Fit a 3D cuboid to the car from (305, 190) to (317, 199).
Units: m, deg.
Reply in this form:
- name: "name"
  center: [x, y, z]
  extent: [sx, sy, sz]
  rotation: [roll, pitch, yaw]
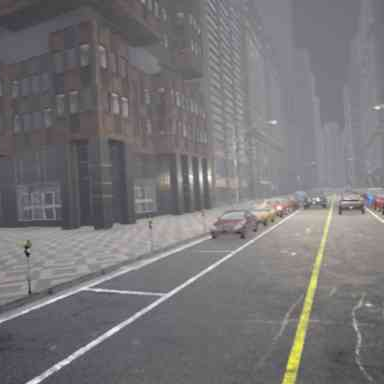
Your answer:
- name: "car"
  center: [24.650, 0.515, 68.703]
  extent: [1.967, 1.590, 4.097]
  rotation: [-3, 0, 24]

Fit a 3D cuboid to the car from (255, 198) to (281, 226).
- name: "car"
  center: [4.472, 1.438, 22.325]
  extent: [1.752, 1.417, 4.829]
  rotation: [-3, 0, 24]

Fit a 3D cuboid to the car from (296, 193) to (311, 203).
- name: "car"
  center: [17.953, 0.934, 53.295]
  extent: [1.802, 1.307, 4.206]
  rotation: [-3, 0, 24]

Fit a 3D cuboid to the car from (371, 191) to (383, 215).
- name: "car"
  center: [14.580, 0.862, 24.221]
  extent: [1.887, 1.381, 4.507]
  rotation: [-3, 0, 24]

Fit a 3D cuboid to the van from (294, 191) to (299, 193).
- name: "van"
  center: [15.705, 0.787, 48.161]
  extent: [1.690, 1.788, 3.998]
  rotation: [-3, 0, 24]

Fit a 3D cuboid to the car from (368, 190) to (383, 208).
- name: "car"
  center: [16.815, 0.769, 29.356]
  extent: [1.887, 1.381, 4.507]
  rotation: [-3, 0, 24]

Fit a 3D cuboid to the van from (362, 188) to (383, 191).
- name: "van"
  center: [19.038, 0.472, 34.494]
  extent: [1.690, 1.788, 3.998]
  rotation: [-3, 0, 24]

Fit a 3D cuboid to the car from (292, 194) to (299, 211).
- name: "car"
  center: [9.011, 1.268, 32.752]
  extent: [1.887, 1.381, 4.507]
  rotation: [-3, 0, 24]

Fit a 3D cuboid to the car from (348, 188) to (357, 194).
- name: "car"
  center: [41.403, -0.228, 85.853]
  extent: [1.947, 1.339, 4.313]
  rotation: [-3, 0, 24]

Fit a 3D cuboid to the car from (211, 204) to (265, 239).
- name: "car"
  center: [2.308, 1.585, 17.344]
  extent: [1.802, 1.307, 4.206]
  rotation: [-3, 0, 24]

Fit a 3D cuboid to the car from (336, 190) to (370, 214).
- name: "car"
  center: [12.919, 0.934, 27.176]
  extent: [2.128, 1.511, 4.902]
  rotation: [-4, 0, 24]

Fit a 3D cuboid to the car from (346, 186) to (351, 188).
- name: "car"
  center: [39.168, -0.136, 80.718]
  extent: [1.947, 1.339, 4.313]
  rotation: [-3, 0, 24]

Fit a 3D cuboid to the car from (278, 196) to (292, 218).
- name: "car"
  center: [6.770, 1.257, 27.617]
  extent: [1.967, 1.590, 4.097]
  rotation: [-3, 0, 24]

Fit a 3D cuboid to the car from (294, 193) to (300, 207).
- name: "car"
  center: [11.246, 1.176, 37.888]
  extent: [1.887, 1.381, 4.507]
  rotation: [-3, 0, 24]

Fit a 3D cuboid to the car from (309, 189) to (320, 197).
- name: "car"
  center: [29.113, 0.205, 78.975]
  extent: [2.192, 1.841, 5.009]
  rotation: [-3, 0, 24]

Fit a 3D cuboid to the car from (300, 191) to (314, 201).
- name: "car"
  center: [20.180, 0.700, 58.432]
  extent: [1.967, 1.590, 4.097]
  rotation: [-3, 0, 24]

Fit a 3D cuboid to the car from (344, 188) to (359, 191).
- name: "car"
  center: [18.689, 0.694, 40.462]
  extent: [2.128, 1.511, 4.902]
  rotation: [-4, 0, 24]

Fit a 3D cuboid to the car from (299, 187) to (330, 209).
- name: "car"
  center: [13.348, 0.711, 35.986]
  extent: [2.150, 2.045, 5.566]
  rotation: [-4, -1, 24]

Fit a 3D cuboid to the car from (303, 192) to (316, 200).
- name: "car"
  center: [22.422, 0.733, 63.567]
  extent: [1.947, 1.339, 4.313]
  rotation: [-3, 0, 24]

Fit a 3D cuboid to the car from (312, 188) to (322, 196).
- name: "car"
  center: [33.583, 0.022, 89.247]
  extent: [2.192, 1.841, 5.009]
  rotation: [-3, 0, 24]

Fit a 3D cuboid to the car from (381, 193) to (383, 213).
- name: "car"
  center: [12.411, 0.932, 19.240]
  extent: [1.752, 1.417, 4.829]
  rotation: [-3, 0, 24]
